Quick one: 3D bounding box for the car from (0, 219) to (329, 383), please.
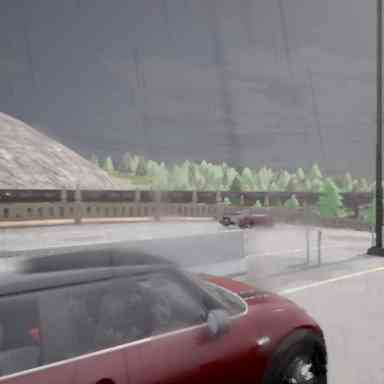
[{"bbox_3d":[-0.697,1.356,3.249,4.553,1.767,2.097,0,0,-35],"label":"car"}]

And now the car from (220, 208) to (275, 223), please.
[{"bbox_3d":[4.010,1.882,24.015,4.181,1.385,1.994,4,-2,-35],"label":"car"}]
